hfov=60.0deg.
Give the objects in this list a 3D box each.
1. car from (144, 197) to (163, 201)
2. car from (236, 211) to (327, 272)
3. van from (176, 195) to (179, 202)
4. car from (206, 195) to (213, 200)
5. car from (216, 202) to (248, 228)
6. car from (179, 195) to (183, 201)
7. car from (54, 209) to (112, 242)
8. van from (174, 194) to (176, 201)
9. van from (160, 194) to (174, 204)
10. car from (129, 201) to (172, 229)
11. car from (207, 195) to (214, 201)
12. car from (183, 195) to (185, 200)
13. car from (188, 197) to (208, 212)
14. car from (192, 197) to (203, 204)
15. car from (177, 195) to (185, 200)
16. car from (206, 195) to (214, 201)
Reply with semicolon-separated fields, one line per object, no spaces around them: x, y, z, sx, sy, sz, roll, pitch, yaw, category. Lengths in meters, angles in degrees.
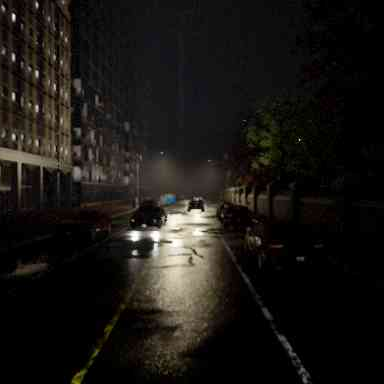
-4.928;1.555;38.957;1.947;1.339;4.313;0;0;1;car
2.740;1.541;10.586;1.887;1.381;4.507;0;0;0;car
-4.181;1.329;67.096;1.690;1.788;3.998;0;0;2;van
4.729;1.558;89.589;1.947;1.339;4.313;0;0;3;car
2.836;1.538;21.868;1.887;1.381;4.507;0;0;1;car
-3.771;1.554;78.343;1.947;1.339;4.313;0;0;2;car
-5.243;1.538;16.454;1.887;1.381;4.507;0;0;0;car
-4.359;1.329;61.470;1.690;1.788;3.998;0;0;2;van
-4.525;1.329;55.836;1.690;1.788;3.998;0;0;2;van
-2.696;1.540;21.657;2.033;1.411;5.357;0;0;1;car
4.259;1.535;78.302;1.887;1.381;4.507;0;0;2;car
-3.545;1.540;83.975;2.008;1.369;4.403;0;0;2;car
0.498;1.538;39.094;2.033;1.411;5.357;0;0;1;car
1.082;1.589;62.070;1.895;1.301;4.718;0;0;2;car
-3.045;1.541;95.220;2.008;1.369;4.403;0;0;3;car
4.486;1.557;83.944;1.947;1.339;4.313;0;0;2;car
